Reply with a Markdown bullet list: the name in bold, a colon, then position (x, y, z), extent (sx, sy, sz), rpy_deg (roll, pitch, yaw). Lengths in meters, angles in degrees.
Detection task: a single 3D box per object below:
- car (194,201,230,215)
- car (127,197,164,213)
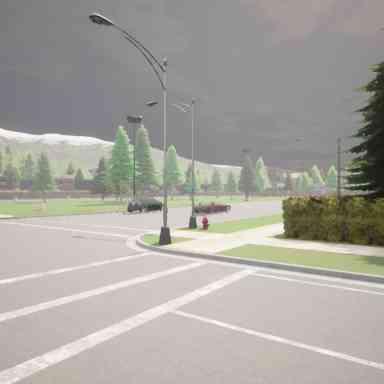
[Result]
- **car**: position (2.059, 1.601, 34.151), extent (1.895, 1.301, 4.718), rpy_deg (0, 0, 36)
- **car**: position (-4.899, 1.351, 36.471), extent (2.097, 1.767, 4.553), rpy_deg (0, 0, 36)
